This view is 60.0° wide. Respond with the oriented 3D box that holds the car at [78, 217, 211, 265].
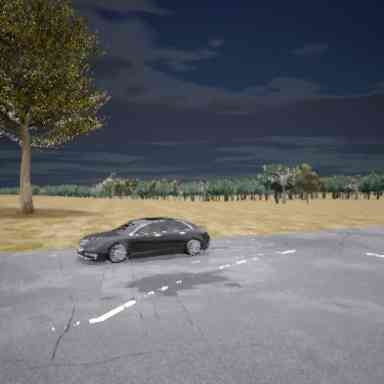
[{"bbox_3d":[-1.592,1.691,12.126,4.892,1.490,1.837,1,-1,-32],"label":"car"}]
